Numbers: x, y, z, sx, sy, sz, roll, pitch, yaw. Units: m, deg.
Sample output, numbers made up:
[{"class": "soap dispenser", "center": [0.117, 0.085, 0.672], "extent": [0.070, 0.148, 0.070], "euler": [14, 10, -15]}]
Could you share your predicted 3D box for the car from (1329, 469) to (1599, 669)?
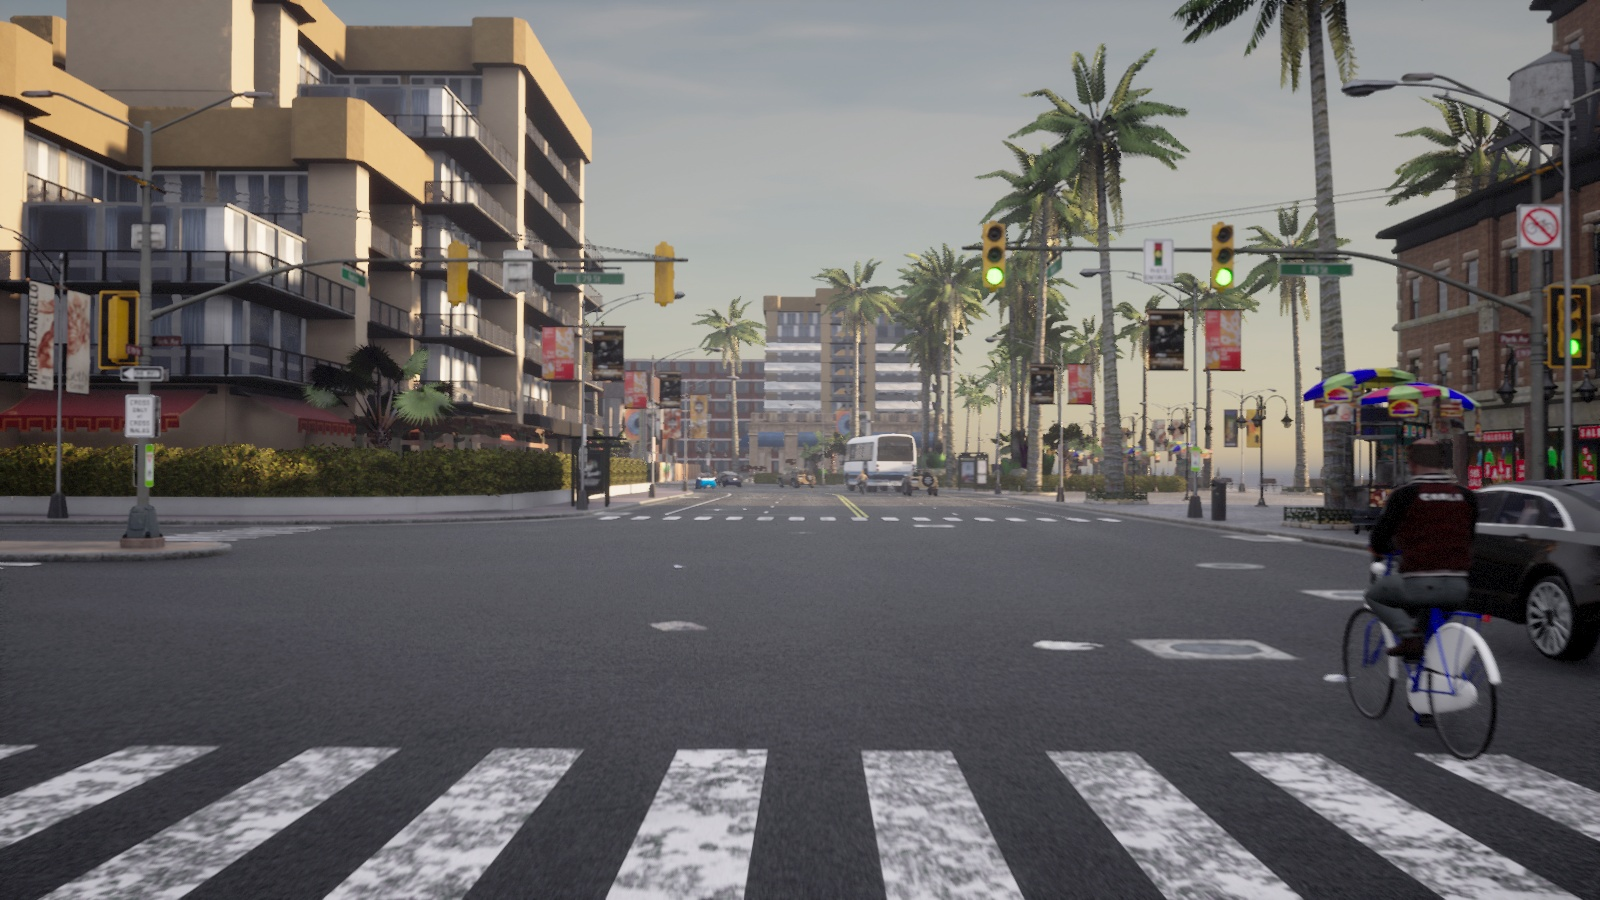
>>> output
[{"class": "car", "center": [7.130, 0.942, 11.978], "extent": [2.128, 1.511, 4.902], "euler": [0, -1, 1]}]

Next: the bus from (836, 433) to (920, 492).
[{"class": "bus", "center": [5.781, 1.019, 95.871], "extent": [3.944, 4.253, 10.273], "euler": [0, -1, -11]}]

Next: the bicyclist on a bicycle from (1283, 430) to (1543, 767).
[{"class": "bicyclist on a bicycle", "center": [3.590, 0.797, 7.554], "extent": [0.659, 1.776, 1.843], "euler": [0, -1, 1]}]

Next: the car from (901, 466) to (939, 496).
[{"class": "car", "center": [7.662, 1.952, 80.818], "extent": [1.932, 1.855, 4.605], "euler": [0, -1, -1]}]
